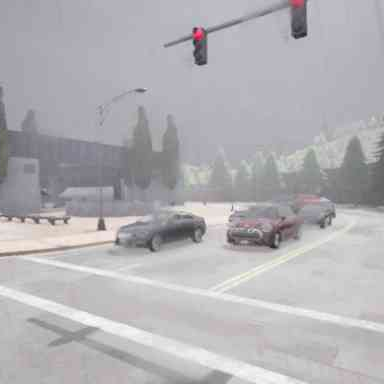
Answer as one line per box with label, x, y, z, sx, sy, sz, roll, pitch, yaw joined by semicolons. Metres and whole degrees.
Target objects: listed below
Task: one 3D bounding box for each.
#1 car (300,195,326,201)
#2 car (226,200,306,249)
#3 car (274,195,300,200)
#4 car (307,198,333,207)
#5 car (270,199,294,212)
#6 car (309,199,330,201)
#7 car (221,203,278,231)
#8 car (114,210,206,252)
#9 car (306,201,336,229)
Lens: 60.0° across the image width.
car;14.649;1.350;41.904;2.150;2.045;5.566;-1;0;4
car;3.340;1.414;15.106;2.097;1.767;4.553;-1;0;34
car;8.671;1.336;31.266;2.150;2.045;5.566;-1;0;20
car;20.968;1.677;54.543;1.812;1.442;4.674;0;0;-10
car;11.063;1.647;41.412;2.128;1.511;4.902;-1;0;6
car;12.434;1.649;31.623;1.994;1.385;4.181;-1;0;18
car;4.032;1.592;22.422;2.128;1.511;4.902;-1;0;31
car;-1.238;1.590;14.637;2.128;1.511;4.902;-1;0;35
car;8.264;1.591;22.616;1.812;1.442;4.674;-1;0;31
